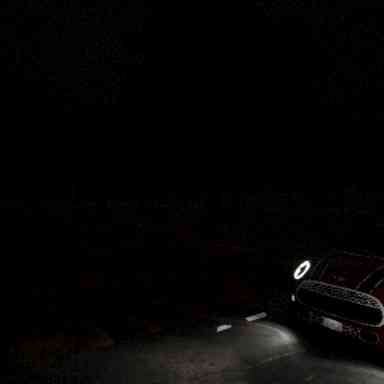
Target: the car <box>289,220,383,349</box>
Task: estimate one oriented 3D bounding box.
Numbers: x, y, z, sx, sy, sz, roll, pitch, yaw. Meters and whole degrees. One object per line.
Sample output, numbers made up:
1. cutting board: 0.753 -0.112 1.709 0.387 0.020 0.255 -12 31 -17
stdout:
1. car: 3.872 1.324 6.143 4.553 1.767 2.097 0 0 -35
